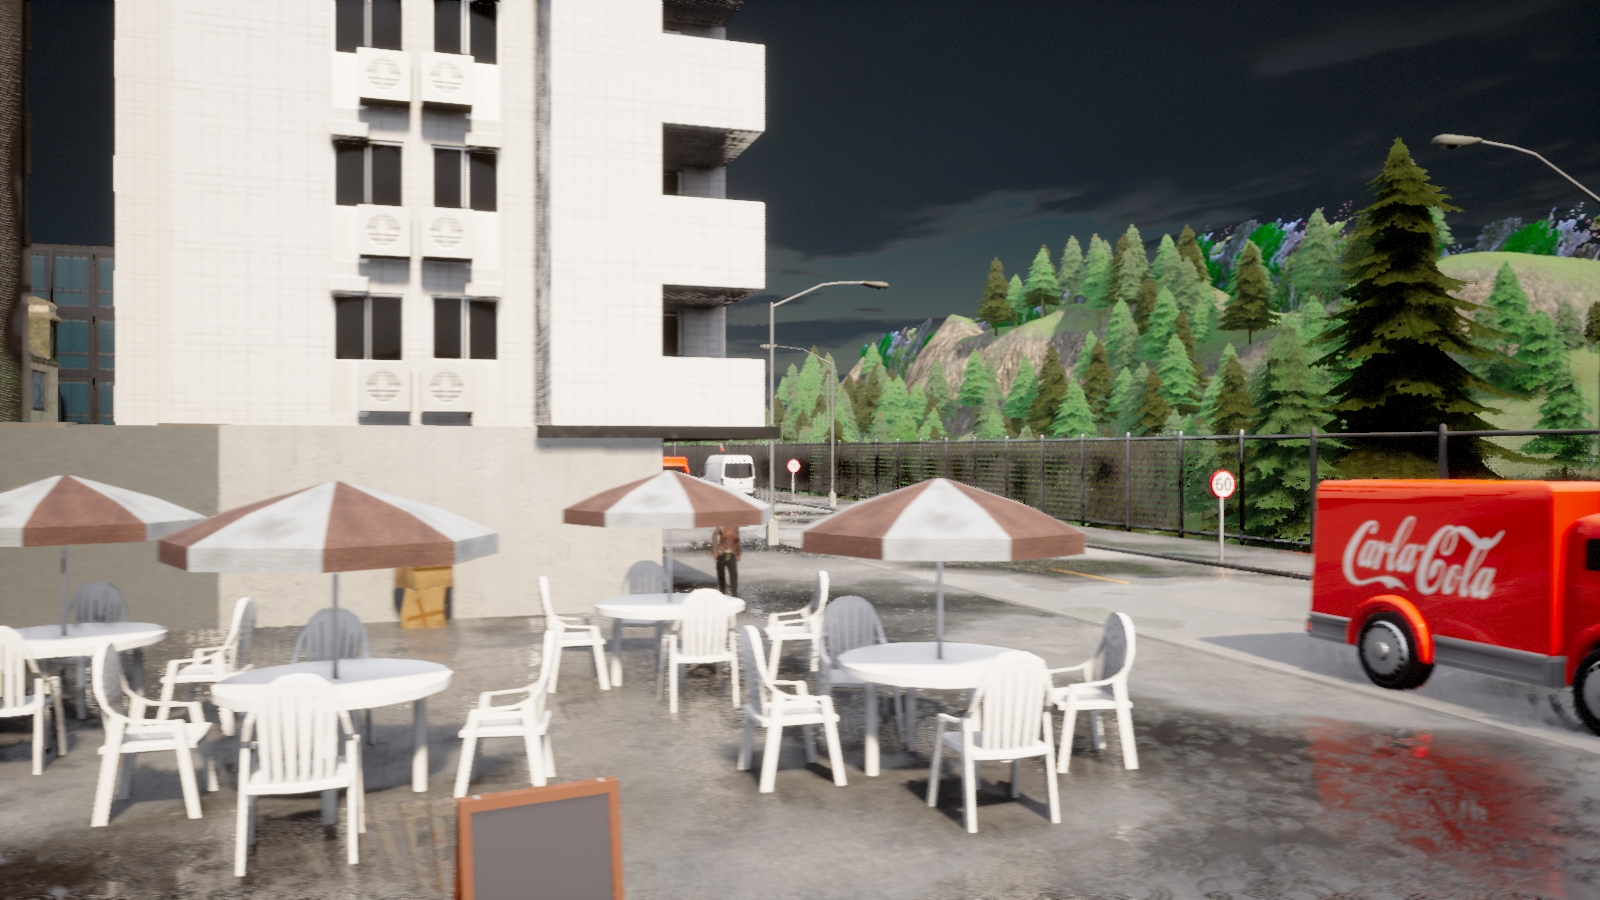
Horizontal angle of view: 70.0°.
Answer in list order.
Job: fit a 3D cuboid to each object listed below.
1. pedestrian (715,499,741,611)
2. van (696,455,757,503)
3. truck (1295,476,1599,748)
[{"bbox_3d":[-1.219,1.775,19.435,0.375,1.860,0.375,0,0,-15],"label":"pedestrian"},{"bbox_3d":[-4.186,1.556,64.010,1.988,2.561,5.915,0,0,-18],"label":"van"},{"bbox_3d":[8.366,1.574,12.582,2.627,2.467,5.204,0,0,-16],"label":"truck"}]
